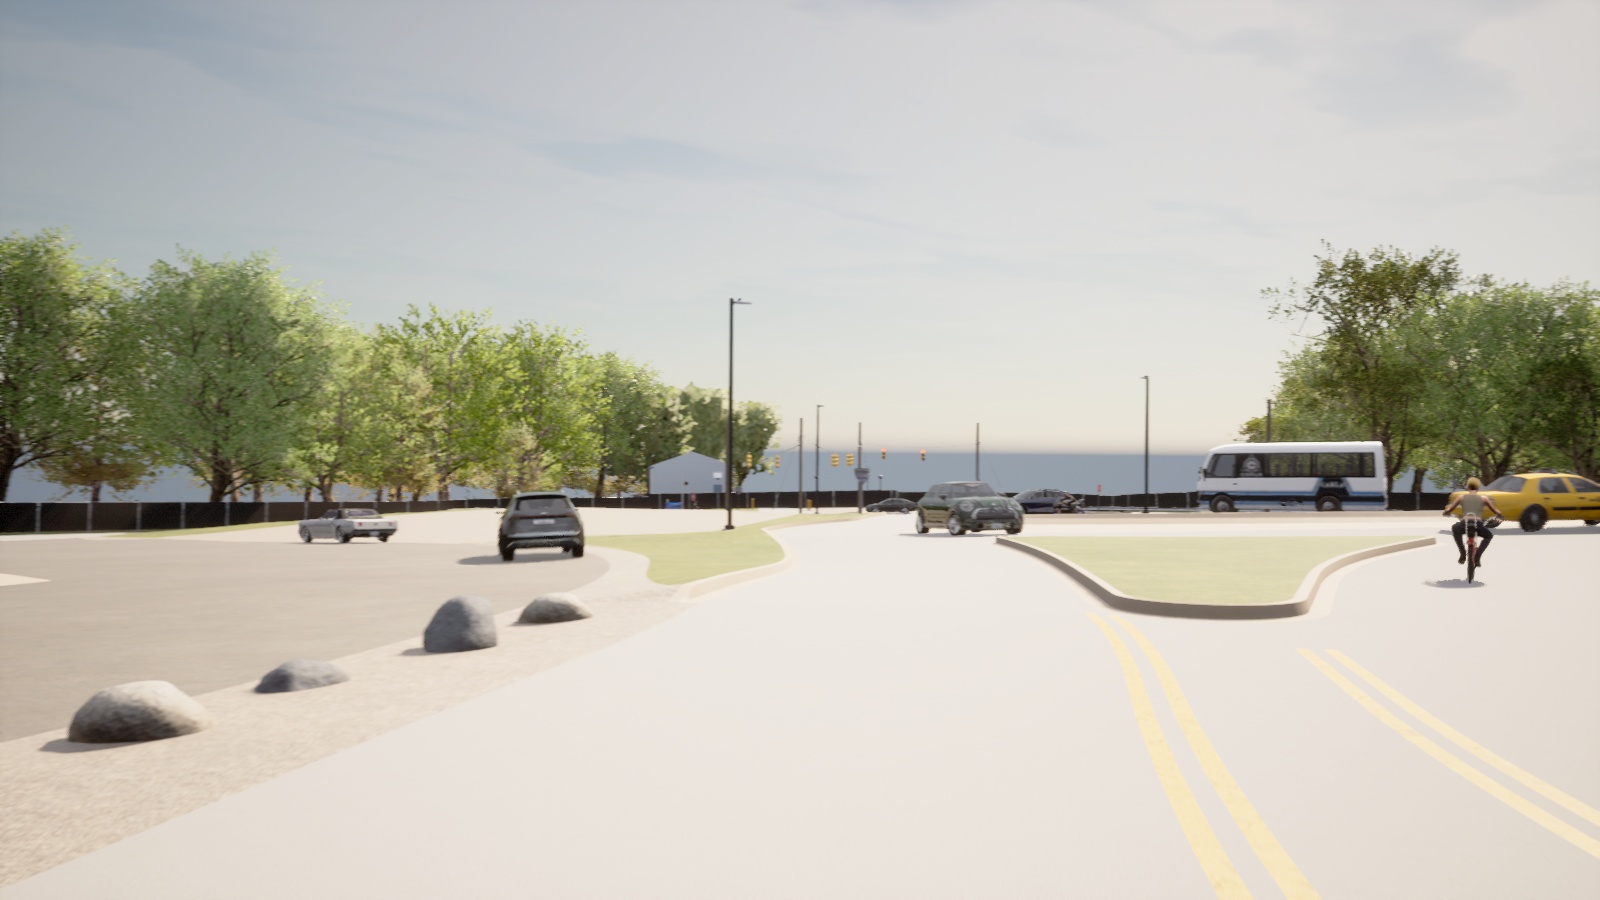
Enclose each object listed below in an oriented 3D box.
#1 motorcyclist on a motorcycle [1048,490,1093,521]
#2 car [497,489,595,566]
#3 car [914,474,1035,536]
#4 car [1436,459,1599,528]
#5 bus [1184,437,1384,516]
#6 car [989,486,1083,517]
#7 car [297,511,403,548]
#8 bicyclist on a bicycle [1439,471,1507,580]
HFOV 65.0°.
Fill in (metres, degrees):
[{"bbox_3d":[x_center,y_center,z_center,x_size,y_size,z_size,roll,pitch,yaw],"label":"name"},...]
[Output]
[{"bbox_3d":[14.183,2.917,65.906,2.191,1.530,0.866,0,-3,-27],"label":"motorcyclist on a motorcycle"},{"bbox_3d":[-6.327,1.847,30.859,2.033,1.649,4.856,-2,-2,-15],"label":"car"},{"bbox_3d":[5.365,1.716,39.299,2.097,1.767,4.553,-1,-2,-15],"label":"car"},{"bbox_3d":[19.413,1.083,32.286,5.366,1.575,1.801,-1,0,-7],"label":"car"},{"bbox_3d":[27.575,1.500,71.702,10.273,4.253,3.944,-1,0,27],"label":"bus"},{"bbox_3d":[13.278,2.892,70.631,4.856,1.649,2.033,0,0,-21],"label":"car"},{"bbox_3d":[-17.215,3.037,47.908,4.718,1.301,1.895,-4,-4,43],"label":"car"},{"bbox_3d":[10.542,1.155,19.655,0.866,1.612,1.509,1,-1,30],"label":"bicyclist on a bicycle"}]
